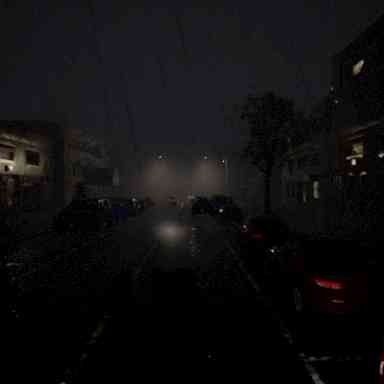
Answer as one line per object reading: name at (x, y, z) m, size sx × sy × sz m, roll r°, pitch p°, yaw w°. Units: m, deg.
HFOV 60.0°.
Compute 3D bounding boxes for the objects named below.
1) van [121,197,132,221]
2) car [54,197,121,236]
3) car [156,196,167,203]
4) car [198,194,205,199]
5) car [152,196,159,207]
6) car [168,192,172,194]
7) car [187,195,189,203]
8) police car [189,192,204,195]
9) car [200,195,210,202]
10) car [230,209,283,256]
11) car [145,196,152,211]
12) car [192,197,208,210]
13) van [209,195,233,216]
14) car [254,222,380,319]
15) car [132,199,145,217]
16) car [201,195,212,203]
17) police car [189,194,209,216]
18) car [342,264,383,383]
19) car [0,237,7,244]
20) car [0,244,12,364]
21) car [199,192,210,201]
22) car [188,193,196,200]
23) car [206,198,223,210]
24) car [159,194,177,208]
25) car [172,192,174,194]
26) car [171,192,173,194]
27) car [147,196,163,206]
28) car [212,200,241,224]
van at (-5.698, 1.256, 23.715) m, size 1.690 × 1.788 × 3.998 m, roll -1°, pitch 0°, yaw 0°
car at (-5.697, 1.250, 18.167) m, size 2.192 × 1.841 × 5.009 m, roll -1°, pitch 0°, yaw 0°
car at (-5.701, 1.355, 62.554) m, size 1.802 × 1.307 × 4.206 m, roll -1°, pitch 0°, yaw 0°
car at (2.676, 1.195, 90.469) m, size 1.752 × 1.417 × 4.829 m, roll -1°, pitch 0°, yaw 0°
car at (-5.700, 1.274, 45.909) m, size 1.967 × 1.590 × 4.097 m, roll -1°, pitch 0°, yaw 0°
car at (-5.702, 1.304, 68.102) m, size 2.008 × 1.369 × 4.403 m, roll -1°, pitch 0°, yaw 0°
car at (-0.009, 1.255, 65.140) m, size 2.128 × 1.511 × 4.902 m, roll 0°, pitch 0°, yaw 0°
police car at (0.894, 1.257, 46.656) m, size 1.930 × 1.638 × 5.238 m, roll 0°, pitch 0°, yaw 0°
car at (2.679, 1.277, 68.275) m, size 1.752 × 1.417 × 4.829 m, roll -1°, pitch 0°, yaw 0°
car at (2.686, 1.536, 12.623) m, size 1.802 × 1.307 × 4.206 m, roll -1°, pitch 0°, yaw 0°
car at (-5.698, 1.419, 34.813) m, size 1.887 × 1.381 × 4.507 m, roll -1°, pitch 0°, yaw 0°
car at (0.895, 1.359, 40.545) m, size 1.837 × 1.490 × 4.892 m, roll 0°, pitch 0°, yaw 0°
van at (2.682, 1.236, 29.267) m, size 1.690 × 1.788 × 3.998 m, roll -1°, pitch 0°, yaw 0°
car at (2.687, 1.556, 7.075) m, size 1.802 × 1.307 × 4.206 m, roll -1°, pitch 0°, yaw 0°
car at (-5.698, 1.335, 29.264) m, size 1.967 × 1.590 × 4.097 m, roll -1°, pitch 0°, yaw 0°
car at (2.680, 1.339, 62.558) m, size 1.947 × 1.339 × 4.313 m, roll -1°, pitch 0°, yaw 0°
police car at (0.896, 1.315, 30.655) m, size 1.930 × 1.638 × 5.238 m, roll 0°, pitch 0°, yaw 0°
car at (2.688, 1.539, 1.526) m, size 1.887 × 1.381 × 4.507 m, roll -1°, pitch 0°, yaw 0°
car at (-5.694, 1.525, 7.071) m, size 2.008 × 1.369 × 4.403 m, roll -1°, pitch 0°, yaw 0°
car at (-3.101, 1.497, 2.102) m, size 1.837 × 1.490 × 4.892 m, roll 0°, pitch 0°, yaw 0°
car at (2.676, 1.047, 73.654) m, size 2.192 × 1.841 × 5.009 m, roll -1°, pitch 0°, yaw 0°
car at (-0.011, 1.025, 82.162) m, size 1.882 × 1.535 × 5.008 m, roll 0°, pitch 0°, yaw 0°
car at (2.682, 1.436, 40.365) m, size 1.802 × 1.307 × 4.206 m, roll -1°, pitch 0°, yaw 0°
car at (-3.088, 1.339, 46.140) m, size 1.837 × 1.490 × 4.892 m, roll 0°, pitch 0°, yaw 0°
car at (-5.707, 0.986, 90.295) m, size 2.192 × 1.841 × 5.009 m, roll -1°, pitch 0°, yaw 0°
car at (-5.702, 1.314, 73.651) m, size 1.802 × 1.307 × 4.206 m, roll -1°, pitch 0°, yaw 0°
car at (-5.699, 1.359, 51.458) m, size 1.887 × 1.381 × 4.507 m, roll -1°, pitch 0°, yaw 0°
car at (2.685, 1.497, 23.720) m, size 1.802 × 1.307 × 4.206 m, roll -1°, pitch 0°, yaw 0°
